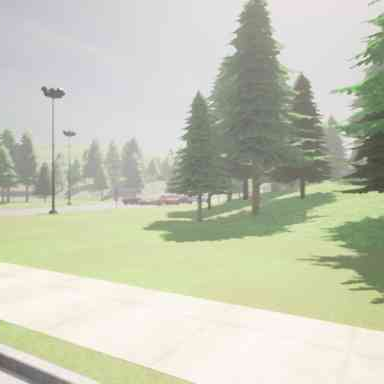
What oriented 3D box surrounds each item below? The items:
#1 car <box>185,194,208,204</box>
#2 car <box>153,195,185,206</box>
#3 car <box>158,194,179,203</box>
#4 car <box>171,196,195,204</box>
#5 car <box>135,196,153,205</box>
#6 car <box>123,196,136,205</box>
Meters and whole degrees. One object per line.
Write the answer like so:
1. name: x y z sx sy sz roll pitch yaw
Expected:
1. car: 1.300 1.202 63.623 2.150 2.045 5.566 0 0 31
2. car: -3.751 1.332 55.050 2.097 1.767 4.553 0 0 31
3. car: -4.742 1.328 67.157 2.097 1.767 4.553 0 0 31
4. car: -1.721 1.526 65.390 2.033 1.411 5.357 0 0 31
5. car: -6.967 1.578 56.498 1.895 1.301 4.718 0 0 31
6. car: -10.000 1.466 58.248 2.128 1.511 4.902 0 0 31
